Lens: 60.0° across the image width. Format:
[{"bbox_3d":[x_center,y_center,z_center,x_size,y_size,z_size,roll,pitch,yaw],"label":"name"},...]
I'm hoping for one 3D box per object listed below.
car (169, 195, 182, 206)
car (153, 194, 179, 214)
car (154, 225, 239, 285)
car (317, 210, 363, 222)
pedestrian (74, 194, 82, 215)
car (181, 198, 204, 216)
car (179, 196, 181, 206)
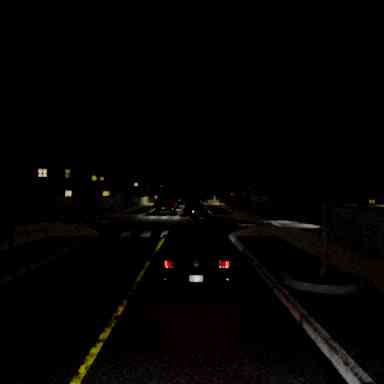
[{"bbox_3d":[-2.804,1.452,58.490,2.097,1.767,4.553,0,0,0],"label":"car"},{"bbox_3d":[-2.846,1.256,35.627,2.150,2.045,5.566,0,0,0],"label":"car"},{"bbox_3d":[0.100,1.603,9.485,1.895,1.301,4.718,0,0,0],"label":"car"},{"bbox_3d":[11.718,1.896,25.114,4.181,1.385,1.994,1,-1,-1],"label":"car"},{"bbox_3d":[-9.626,1.040,28.033,0.375,1.860,0.375,0,-2,0],"label":"pedestrian"},{"bbox_3d":[0.104,1.530,32.738,1.837,1.490,4.892,0,0,0],"label":"car"},{"bbox_3d":[-2.837,1.565,46.505,1.837,1.490,4.892,0,0,0],"label":"car"}]
